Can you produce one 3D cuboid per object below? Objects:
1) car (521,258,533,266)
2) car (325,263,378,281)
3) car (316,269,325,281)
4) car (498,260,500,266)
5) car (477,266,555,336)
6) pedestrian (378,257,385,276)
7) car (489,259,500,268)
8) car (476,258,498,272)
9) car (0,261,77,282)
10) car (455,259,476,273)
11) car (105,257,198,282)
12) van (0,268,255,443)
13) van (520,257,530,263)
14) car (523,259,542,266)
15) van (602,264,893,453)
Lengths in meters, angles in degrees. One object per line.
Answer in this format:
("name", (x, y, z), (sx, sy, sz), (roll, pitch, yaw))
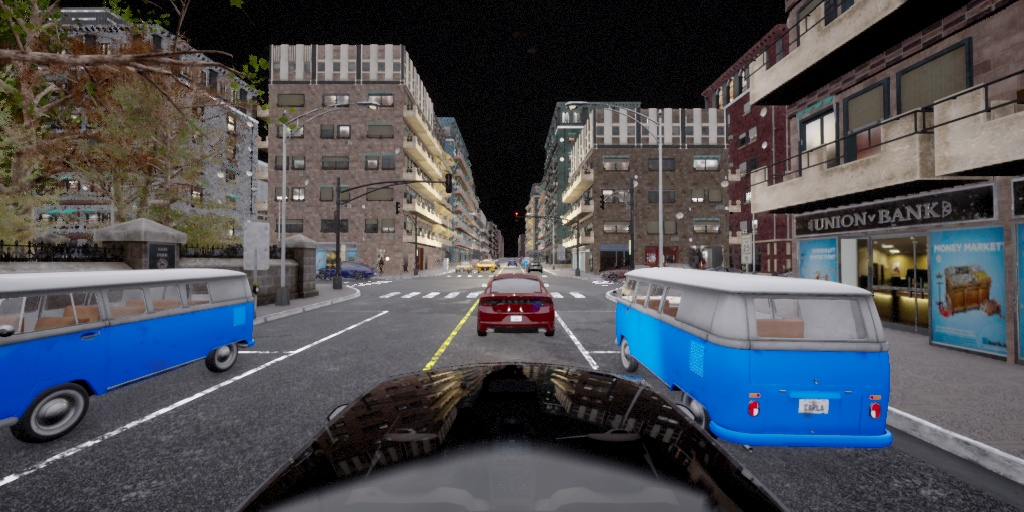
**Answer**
("car", (2.690, 1.318, 48.609), (2.007, 1.370, 4.403), (0, 0, 0))
("car", (-13.263, 1.249, 28.869), (4.674, 1.442, 1.812), (0, -1, 1))
("car", (-16.605, 1.139, 25.715), (4.902, 1.511, 2.128), (0, -1, 1))
("car", (-3.097, 1.318, 53.619), (2.033, 1.411, 5.357), (0, 0, 0))
("car", (0.098, 1.230, 10.381), (1.882, 1.535, 5.008), (0, 0, 0))
("pedestrian", (-12.540, 0.969, 34.408), (0.375, 1.860, 0.375), (0, -1, 1))
("car", (-3.062, 1.301, 63.758), (1.812, 1.442, 4.674), (0, 0, 0))
("car", (-3.102, 1.243, 43.658), (1.882, 1.535, 5.008), (0, 0, 0))
("car", (-35.359, 1.094, 25.945), (5.357, 1.411, 2.033), (0, -1, 1))
("car", (-5.690, 1.291, 42.796), (1.751, 1.417, 4.829), (0, 0, 0))
("car", (-25.831, 0.950, 25.827), (4.553, 1.767, 2.097), (0, -1, 1))
("van", (-5.656, 1.092, 5.022), (1.690, 1.789, 3.998), (0, 0, 0))
("van", (2.690, 1.114, 59.894), (1.690, 1.789, 3.998), (0, 0, 0))
("car", (2.691, 1.331, 42.967), (1.948, 1.339, 4.313), (0, 0, 0))
("van", (2.658, 1.092, 5.020), (1.690, 1.789, 3.998), (0, 0, 0))
